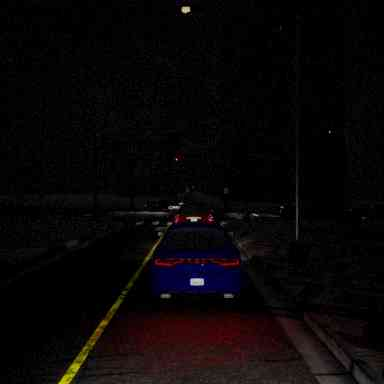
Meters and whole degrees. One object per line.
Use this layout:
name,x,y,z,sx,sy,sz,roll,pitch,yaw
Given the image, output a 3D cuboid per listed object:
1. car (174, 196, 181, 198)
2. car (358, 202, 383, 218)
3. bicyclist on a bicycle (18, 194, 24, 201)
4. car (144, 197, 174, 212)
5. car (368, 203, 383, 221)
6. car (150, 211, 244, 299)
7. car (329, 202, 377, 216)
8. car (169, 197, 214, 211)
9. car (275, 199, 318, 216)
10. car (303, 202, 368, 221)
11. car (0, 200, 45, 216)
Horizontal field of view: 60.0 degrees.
car,-3.105,1.492,54.024,2.128,1.511,4.902,0,0,0
car,19.914,1.852,34.191,4.674,1.442,1.812,1,0,0
bicyclist on a bicycle,-20.502,1.031,39.724,0.582,1.620,1.656,1,0,0
car,-4.016,1.521,39.063,1.812,1.442,4.674,1,0,15
car,17.944,1.824,28.340,4.829,1.417,1.752,1,-1,0
car,0.099,1.478,8.499,1.882,1.535,5.008,0,0,0
car,17.781,1.841,36.864,4.403,1.369,2.008,1,-1,0
car,0.118,1.352,17.653,2.097,1.767,4.553,0,0,1
car,10.947,1.539,34.188,4.553,1.767,2.097,1,0,0
car,12.131,1.774,28.339,4.313,1.339,1.947,1,-1,0
car,-14.777,1.367,28.240,4.403,1.369,2.008,1,-1,0
